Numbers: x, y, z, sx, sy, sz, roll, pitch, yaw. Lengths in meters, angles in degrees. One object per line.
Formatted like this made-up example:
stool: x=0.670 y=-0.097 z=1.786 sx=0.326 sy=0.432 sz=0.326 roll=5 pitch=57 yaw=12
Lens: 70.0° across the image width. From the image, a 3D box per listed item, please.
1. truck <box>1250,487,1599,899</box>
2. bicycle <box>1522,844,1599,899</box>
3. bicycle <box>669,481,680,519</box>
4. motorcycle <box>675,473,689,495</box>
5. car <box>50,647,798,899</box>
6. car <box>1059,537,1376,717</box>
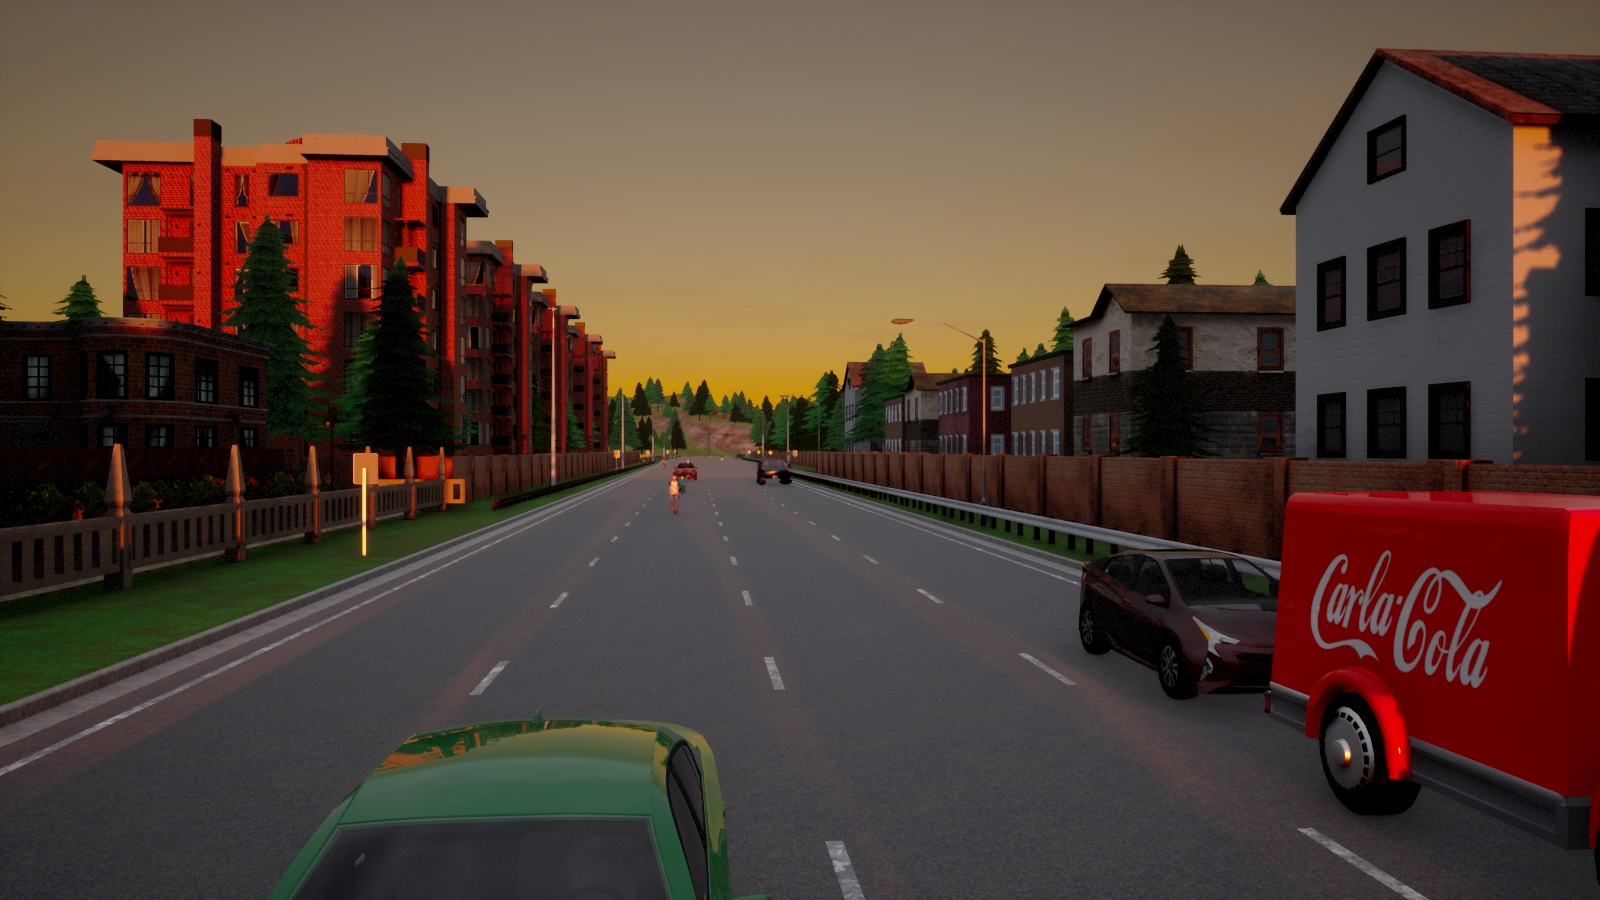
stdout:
truck: x=5.566 y=1.568 z=7.740 sx=2.627 sy=2.467 sz=5.204 roll=0 pitch=0 yaw=-5
bicycle: x=2.623 y=2.056 z=2.959 sx=0.373 sy=1.496 sz=1.643 roll=0 pitch=0 yaw=-4
bicycle: x=-5.184 y=2.056 z=47.053 sx=0.373 sy=1.496 sz=1.643 roll=0 pitch=0 yaw=-4
motorcycle: x=-7.418 y=2.142 z=71.975 sx=0.856 sy=1.316 sz=1.805 roll=0 pitch=0 yaw=-5
car: x=-1.202 y=2.034 z=4.748 sx=2.097 sy=1.535 sz=5.006 roll=0 pitch=0 yaw=-5
car: x=4.945 y=2.040 z=14.354 sx=2.007 sy=1.525 sz=4.514 roll=0 pitch=0 yaw=-5
